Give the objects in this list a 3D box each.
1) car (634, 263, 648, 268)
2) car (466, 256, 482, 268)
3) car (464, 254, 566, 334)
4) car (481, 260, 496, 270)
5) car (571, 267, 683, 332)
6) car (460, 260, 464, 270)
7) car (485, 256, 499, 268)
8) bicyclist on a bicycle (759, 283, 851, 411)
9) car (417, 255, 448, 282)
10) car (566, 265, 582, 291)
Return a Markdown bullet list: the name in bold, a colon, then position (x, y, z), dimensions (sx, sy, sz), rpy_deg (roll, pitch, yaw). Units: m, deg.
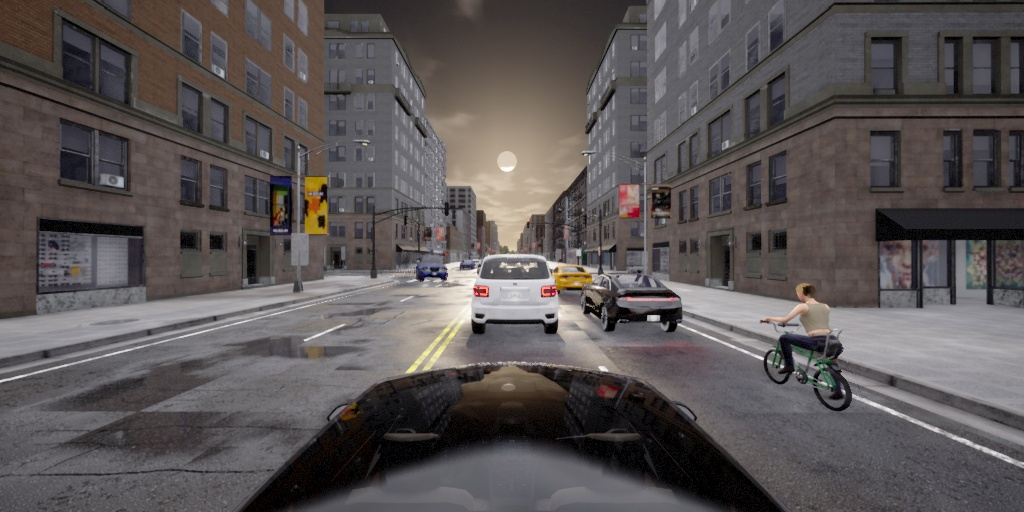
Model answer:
- **car**: position (14.974, 1.407, 38.708), dimensions (4.718, 1.301, 1.895), rpy_deg (0, 0, 1)
- **car**: position (-6.690, 0.987, 64.036), dimensions (2.150, 2.045, 5.566), rpy_deg (0, 0, 0)
- **car**: position (0.079, 0.972, 10.750), dimensions (2.150, 2.045, 5.566), rpy_deg (0, 0, 0)
- **car**: position (-3.444, 1.328, 53.082), dimensions (1.994, 1.385, 4.181), rpy_deg (0, 0, 0)
- **car**: position (3.323, 1.242, 10.821), dimensions (2.128, 1.511, 4.902), rpy_deg (0, 0, 0)
- **car**: position (-6.702, 1.242, 54.092), dimensions (1.882, 1.535, 5.008), rpy_deg (0, 0, 0)
- **car**: position (-3.449, 0.987, 62.423), dimensions (2.150, 2.045, 5.566), rpy_deg (0, 0, 0)
- **bicyclist on a bicycle**: position (4.129, 1.186, 5.122), dimensions (0.866, 1.612, 1.509), rpy_deg (0, 0, 0)
- **car**: position (-6.682, 0.968, 29.817), dimensions (2.150, 2.045, 5.566), rpy_deg (2, 0, -18)
- **car**: position (3.211, 1.230, 20.311), dimensions (1.882, 1.535, 5.008), rpy_deg (0, 0, 0)
